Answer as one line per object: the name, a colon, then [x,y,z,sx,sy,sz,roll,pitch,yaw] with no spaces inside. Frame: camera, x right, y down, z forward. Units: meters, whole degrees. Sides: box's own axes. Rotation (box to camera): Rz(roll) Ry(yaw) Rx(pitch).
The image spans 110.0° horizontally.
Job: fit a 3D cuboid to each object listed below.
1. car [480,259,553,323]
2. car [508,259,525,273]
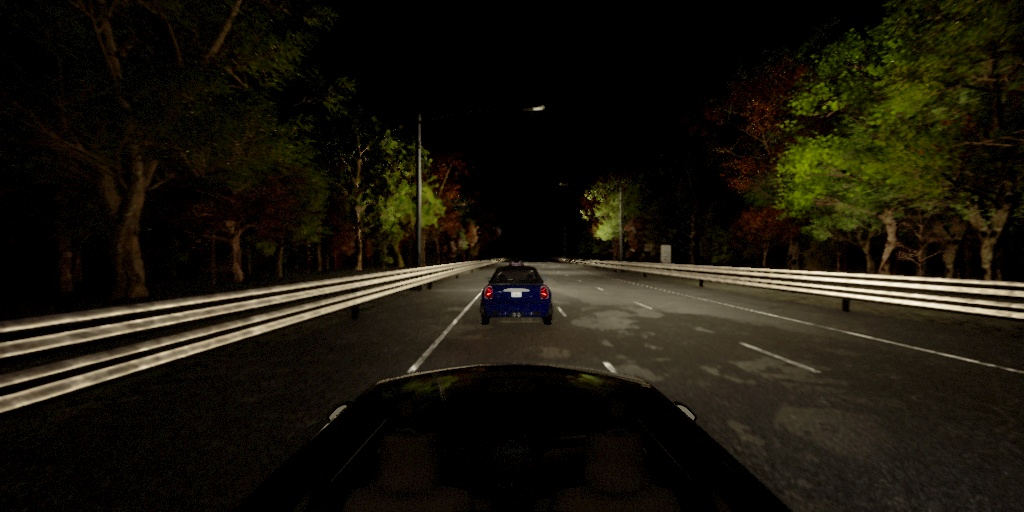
car: [0.136,1.101,12.191,2.097,1.767,4.553,0,0,0]
car: [0.549,1.174,44.802,2.033,1.649,4.856,0,0,1]
